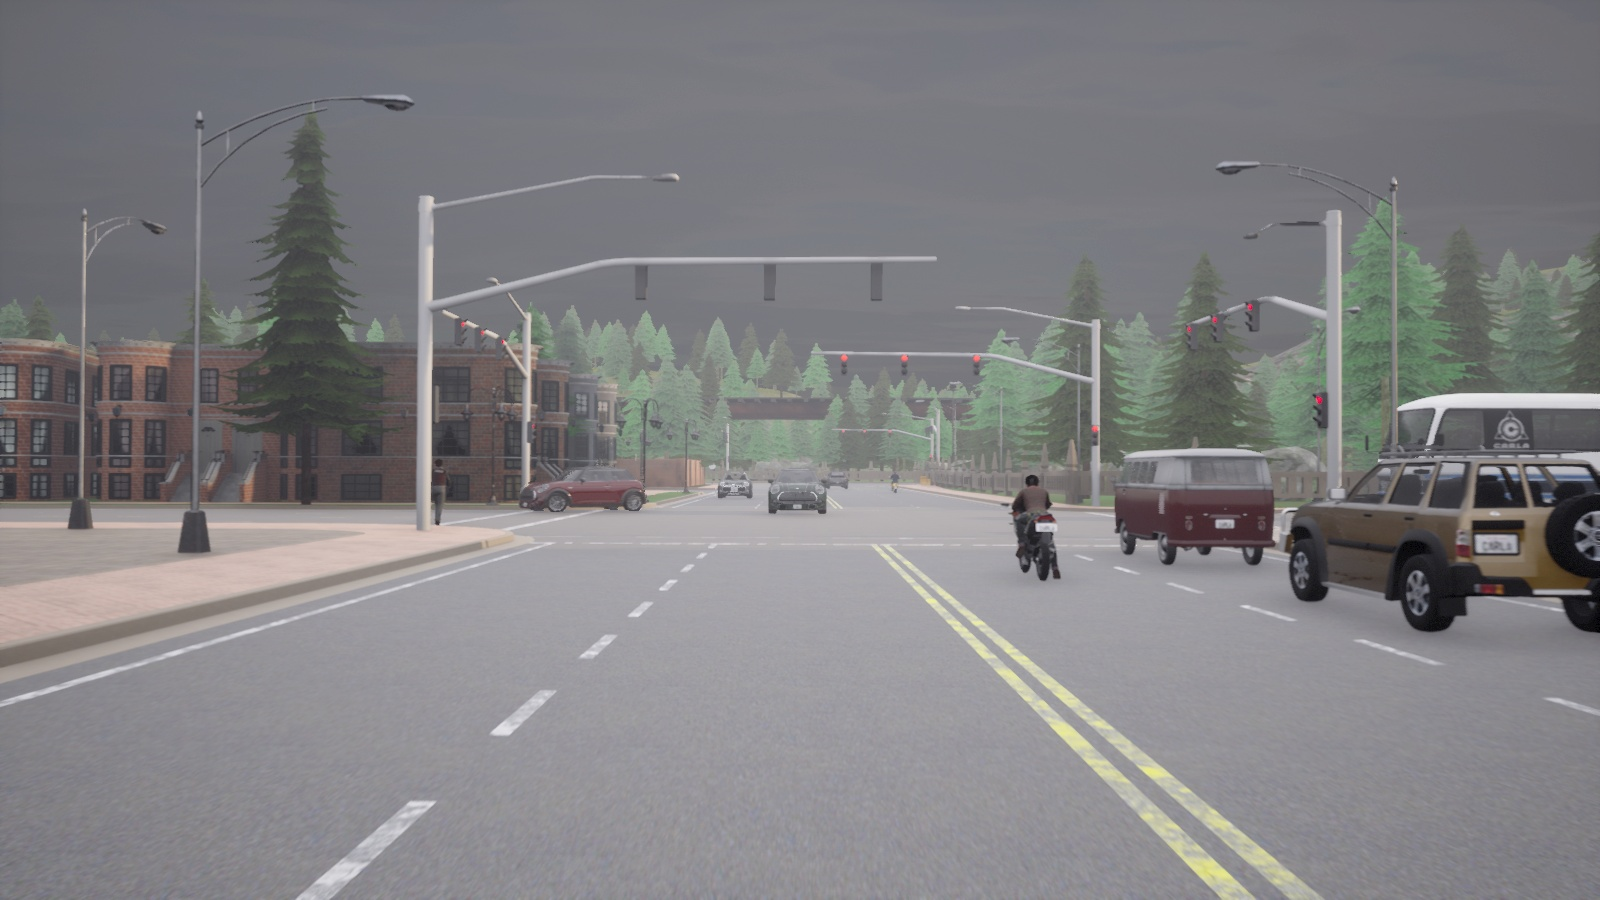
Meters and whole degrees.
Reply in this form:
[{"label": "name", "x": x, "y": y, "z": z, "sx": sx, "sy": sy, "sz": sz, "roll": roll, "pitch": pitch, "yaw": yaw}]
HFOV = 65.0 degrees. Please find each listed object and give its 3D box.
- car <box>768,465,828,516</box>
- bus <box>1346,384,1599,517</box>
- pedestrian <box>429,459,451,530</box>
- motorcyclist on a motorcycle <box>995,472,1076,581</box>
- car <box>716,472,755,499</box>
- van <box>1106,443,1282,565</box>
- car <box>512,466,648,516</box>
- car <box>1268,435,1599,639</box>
[{"label": "car", "x": -0.085, "y": 1.450, "z": 46.361, "sx": 2.097, "sy": 1.767, "sz": 4.553, "roll": 0, "pitch": -1, "yaw": 0}, {"label": "bus", "x": 24.410, "y": 0.048, "z": 42.274, "sx": 10.273, "sy": 4.253, "sz": 3.944, "roll": 0, "pitch": -1, "yaw": 0}, {"label": "pedestrian", "x": -9.974, "y": 1.226, "z": 34.815, "sx": 0.402, "sy": 1.930, "sz": 0.666, "roll": 0, "pitch": -1, "yaw": 2}, {"label": "motorcyclist on a motorcycle", "x": 3.466, "y": 1.095, "z": 18.663, "sx": 0.797, "sy": 1.523, "sz": 2.044, "roll": 0, "pitch": -1, "yaw": 0}, {"label": "car", "x": -3.631, "y": 1.986, "z": 71.191, "sx": 1.970, "sy": 1.475, "sz": 3.806, "roll": 0, "pitch": -1, "yaw": 0}, {"label": "van", "x": 6.957, "y": 0.919, "z": 22.674, "sx": 1.775, "sy": 1.987, "sz": 4.442, "roll": 0, "pitch": -1, "yaw": 0}, {"label": "car", "x": -8.183, "y": 1.491, "z": 46.867, "sx": 4.553, "sy": 1.767, "sz": 2.097, "roll": 0, "pitch": -1, "yaw": -33}, {"label": "car", "x": 6.975, "y": 0.834, "z": 13.781, "sx": 1.932, "sy": 1.855, "sz": 4.605, "roll": 0, "pitch": -1, "yaw": 0}]
